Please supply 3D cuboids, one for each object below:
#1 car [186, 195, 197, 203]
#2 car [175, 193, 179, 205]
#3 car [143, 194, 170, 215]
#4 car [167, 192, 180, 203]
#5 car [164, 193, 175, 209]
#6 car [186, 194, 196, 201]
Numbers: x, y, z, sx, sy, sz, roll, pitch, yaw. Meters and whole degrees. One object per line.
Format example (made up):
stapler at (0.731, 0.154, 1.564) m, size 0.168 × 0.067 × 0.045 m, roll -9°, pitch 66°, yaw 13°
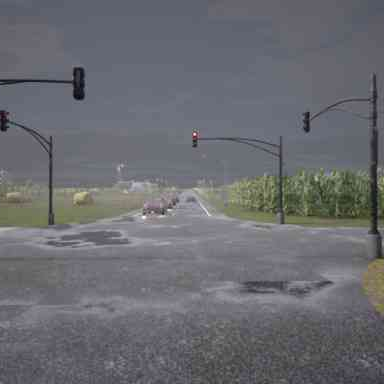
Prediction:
car at (-0.120, 1.410, 66.140) m, size 1.837 × 1.490 × 4.892 m, roll 0°, pitch 0°, yaw 0°
car at (-3.730, 1.158, 54.218) m, size 2.150 × 2.045 × 5.566 m, roll 0°, pitch 0°, yaw 0°
car at (-3.718, 1.325, 33.910) m, size 2.097 × 1.767 × 4.553 m, roll 0°, pitch 0°, yaw 0°
car at (-3.699, 1.125, 66.987) m, size 2.150 × 2.045 × 5.566 m, roll 0°, pitch 0°, yaw 0°
car at (-3.712, 1.310, 44.006) m, size 2.097 × 1.767 × 4.553 m, roll 0°, pitch 0°, yaw 0°
car at (-0.198, 1.330, 76.444) m, size 2.128 × 1.511 × 4.902 m, roll 0°, pitch 0°, yaw 0°
